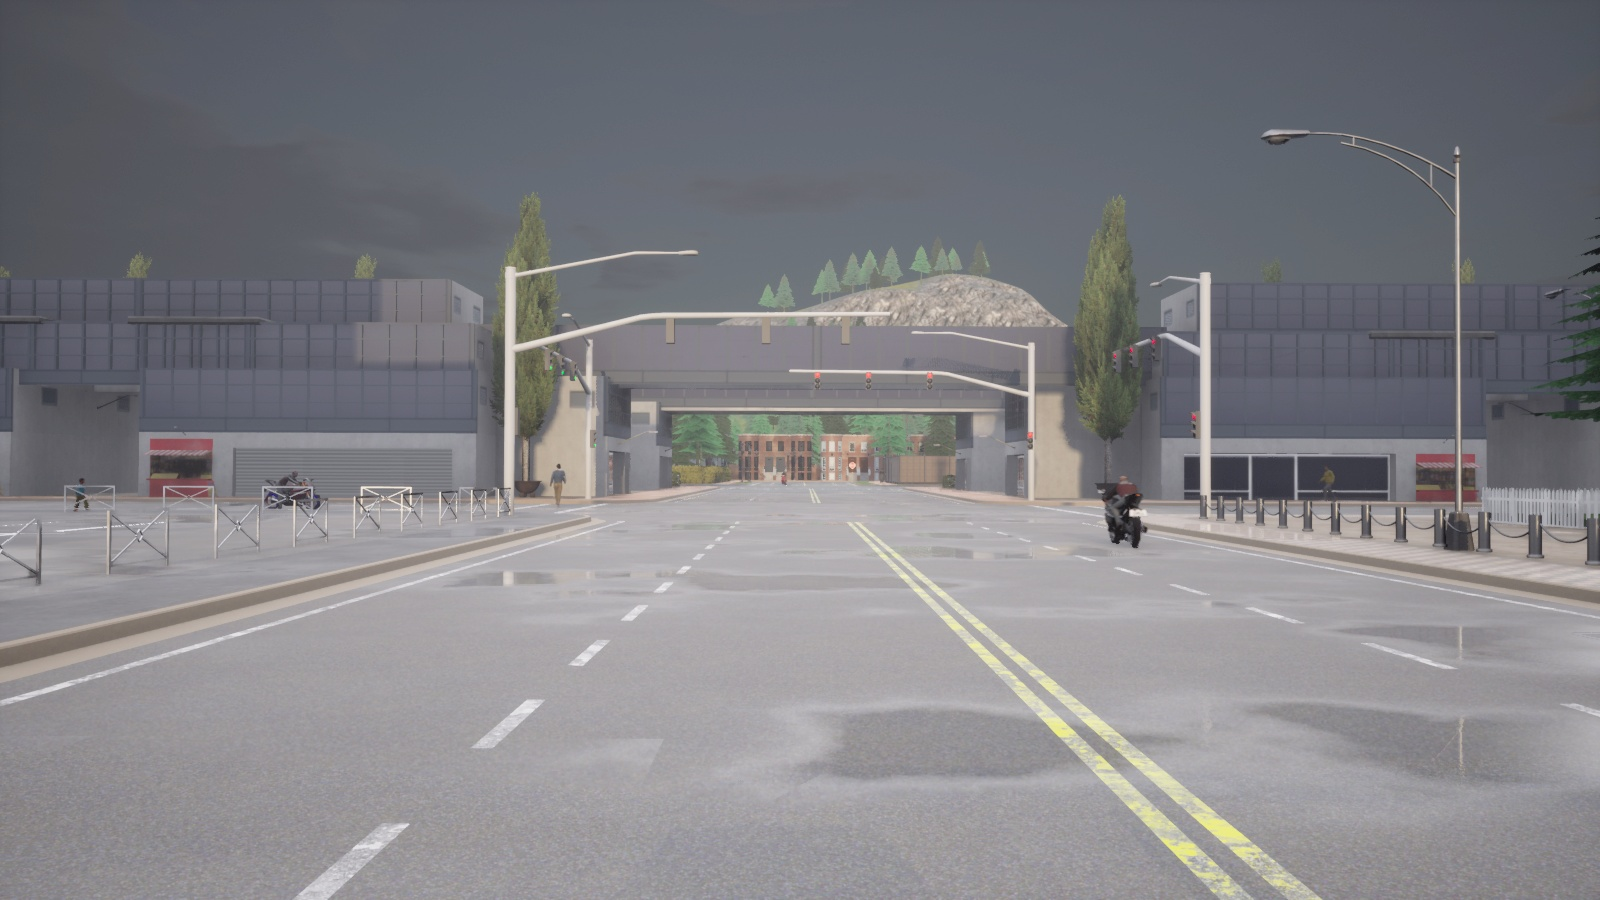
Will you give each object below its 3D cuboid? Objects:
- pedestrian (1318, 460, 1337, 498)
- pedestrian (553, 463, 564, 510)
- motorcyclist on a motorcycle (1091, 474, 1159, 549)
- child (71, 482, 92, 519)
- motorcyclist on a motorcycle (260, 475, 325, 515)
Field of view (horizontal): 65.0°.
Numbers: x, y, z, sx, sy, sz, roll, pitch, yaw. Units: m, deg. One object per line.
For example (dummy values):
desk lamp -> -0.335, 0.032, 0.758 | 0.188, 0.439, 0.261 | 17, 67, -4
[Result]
pedestrian -> 25.440, 1.387, 60.603 | 0.709, 1.840, 0.431 | 0, -1, 0
pedestrian -> -9.972, 1.502, 51.865 | 0.423, 1.949, 0.788 | 0, -1, -7
motorcyclist on a motorcycle -> 6.912, 1.271, 26.800 | 0.866, 1.530, 2.191 | 0, -1, 0
child -> -23.216, 1.626, 40.581 | 0.448, 1.192, 0.343 | 0, -1, 12
motorcyclist on a motorcycle -> -19.648, 1.743, 48.641 | 2.191, 1.530, 0.866 | 0, -1, 1
